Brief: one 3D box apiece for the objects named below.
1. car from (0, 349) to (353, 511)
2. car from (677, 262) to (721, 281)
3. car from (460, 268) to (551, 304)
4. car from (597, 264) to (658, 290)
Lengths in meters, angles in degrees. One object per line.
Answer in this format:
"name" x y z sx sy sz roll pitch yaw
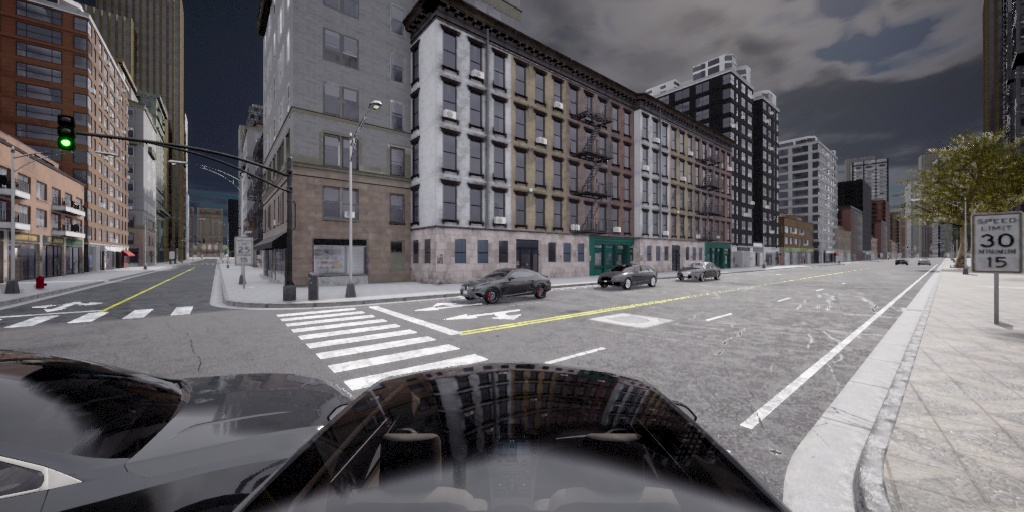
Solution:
"car" -3.237 1.257 1.661 4.892 1.490 1.837 0 0 -35
"car" 15.420 1.234 29.482 4.902 1.511 2.128 0 0 -39
"car" -0.176 1.286 16.658 4.674 1.442 1.812 0 0 -39
"car" 7.464 1.257 22.946 4.892 1.490 1.837 0 0 -39
